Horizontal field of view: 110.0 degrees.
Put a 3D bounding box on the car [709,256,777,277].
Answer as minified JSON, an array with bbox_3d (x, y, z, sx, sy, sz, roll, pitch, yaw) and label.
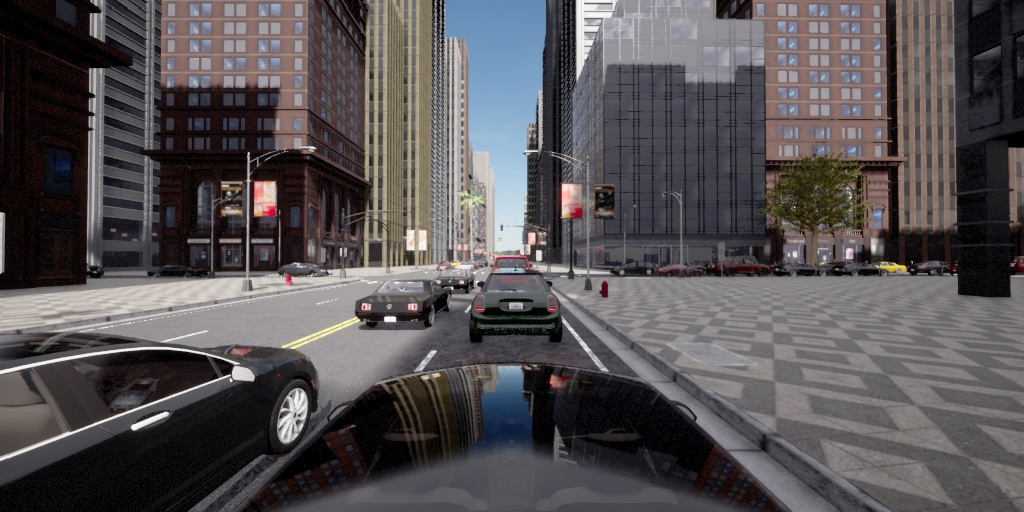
[{"bbox_3d":[20.892,1.041,33.014,5.009,1.841,2.192,0,0,-1],"label":"car"}]

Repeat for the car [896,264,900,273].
[{"bbox_3d":[43.129,1.296,41.929,4.829,1.417,1.751,0,0,-1],"label":"car"}]

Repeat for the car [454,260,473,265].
[{"bbox_3d":[-6.697,1.569,51.860,1.895,1.301,4.718,0,0,0],"label":"car"}]

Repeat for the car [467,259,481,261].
[{"bbox_3d":[-6.695,1.633,61.024,1.895,1.301,4.718,0,0,0],"label":"car"}]

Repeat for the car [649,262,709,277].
[{"bbox_3d":[15.254,1.327,32.915,4.207,1.307,1.802,0,0,-1],"label":"car"}]

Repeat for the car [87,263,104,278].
[{"bbox_3d":[-43.301,1.241,34.855,5.566,2.045,2.150,0,-1,0],"label":"car"}]

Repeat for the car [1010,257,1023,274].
[{"bbox_3d":[49.080,0.973,33.508,5.009,1.841,2.192,0,0,-1],"label":"car"}]

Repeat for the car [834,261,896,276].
[{"bbox_3d":[32.166,1.260,33.211,4.313,1.339,1.948,0,0,-1],"label":"car"}]

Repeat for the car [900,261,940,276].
[{"bbox_3d":[42.522,1.228,36.025,4.674,1.442,1.812,0,-1,-1],"label":"car"}]

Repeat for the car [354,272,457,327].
[{"bbox_3d":[-3.167,1.361,11.544,1.895,1.301,4.718,0,0,0],"label":"car"}]

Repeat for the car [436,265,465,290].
[{"bbox_3d":[-3.189,1.387,20.713,1.895,1.301,4.718,0,0,0],"label":"car"}]

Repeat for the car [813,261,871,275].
[{"bbox_3d":[35.888,1.279,39.039,4.674,1.442,1.812,0,-1,0],"label":"car"}]

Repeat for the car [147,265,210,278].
[{"bbox_3d":[-32.268,1.571,34.860,4.718,1.301,1.895,0,-1,0],"label":"car"}]

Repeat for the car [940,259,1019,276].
[{"bbox_3d":[43.442,1.214,33.409,4.507,1.381,1.888,0,0,-1],"label":"car"}]

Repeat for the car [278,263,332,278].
[{"bbox_3d":[-20.000,1.405,34.757,4.902,1.511,2.128,0,-1,3],"label":"car"}]

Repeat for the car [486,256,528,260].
[{"bbox_3d":[-0.036,1.003,19.417,2.150,2.045,5.566,0,0,0],"label":"car"}]

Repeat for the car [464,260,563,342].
[{"bbox_3d":[0.081,1.108,9.897,2.097,1.767,4.553,0,0,0],"label":"car"}]

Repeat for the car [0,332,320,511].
[{"bbox_3d":[-3.151,1.255,2.224,1.837,1.490,4.892,0,0,0],"label":"car"}]

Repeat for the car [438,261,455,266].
[{"bbox_3d":[-9.942,1.503,53.115,1.812,1.442,4.674,0,0,-3],"label":"car"}]

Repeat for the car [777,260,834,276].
[{"bbox_3d":[26.529,1.276,33.112,4.313,1.339,1.948,0,0,-1],"label":"car"}]

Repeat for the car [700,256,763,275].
[{"bbox_3d":[23.661,1.008,38.852,5.566,2.045,2.150,0,-1,-2],"label":"car"}]

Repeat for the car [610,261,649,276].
[{"bbox_3d":[13.031,1.326,38.652,4.892,1.490,1.837,0,-1,-1],"label":"car"}]
